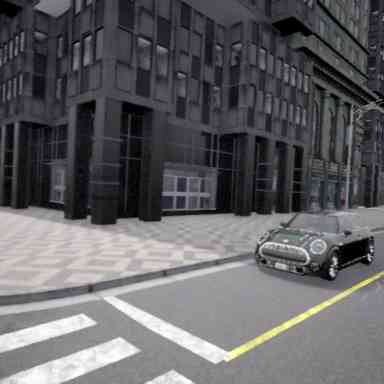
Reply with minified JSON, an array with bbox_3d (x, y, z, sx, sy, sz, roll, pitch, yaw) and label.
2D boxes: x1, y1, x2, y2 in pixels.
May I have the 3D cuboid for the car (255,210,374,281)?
[{"bbox_3d":[3.883,1.370,10.181,2.097,1.767,4.553,4,2,44],"label":"car"}]
